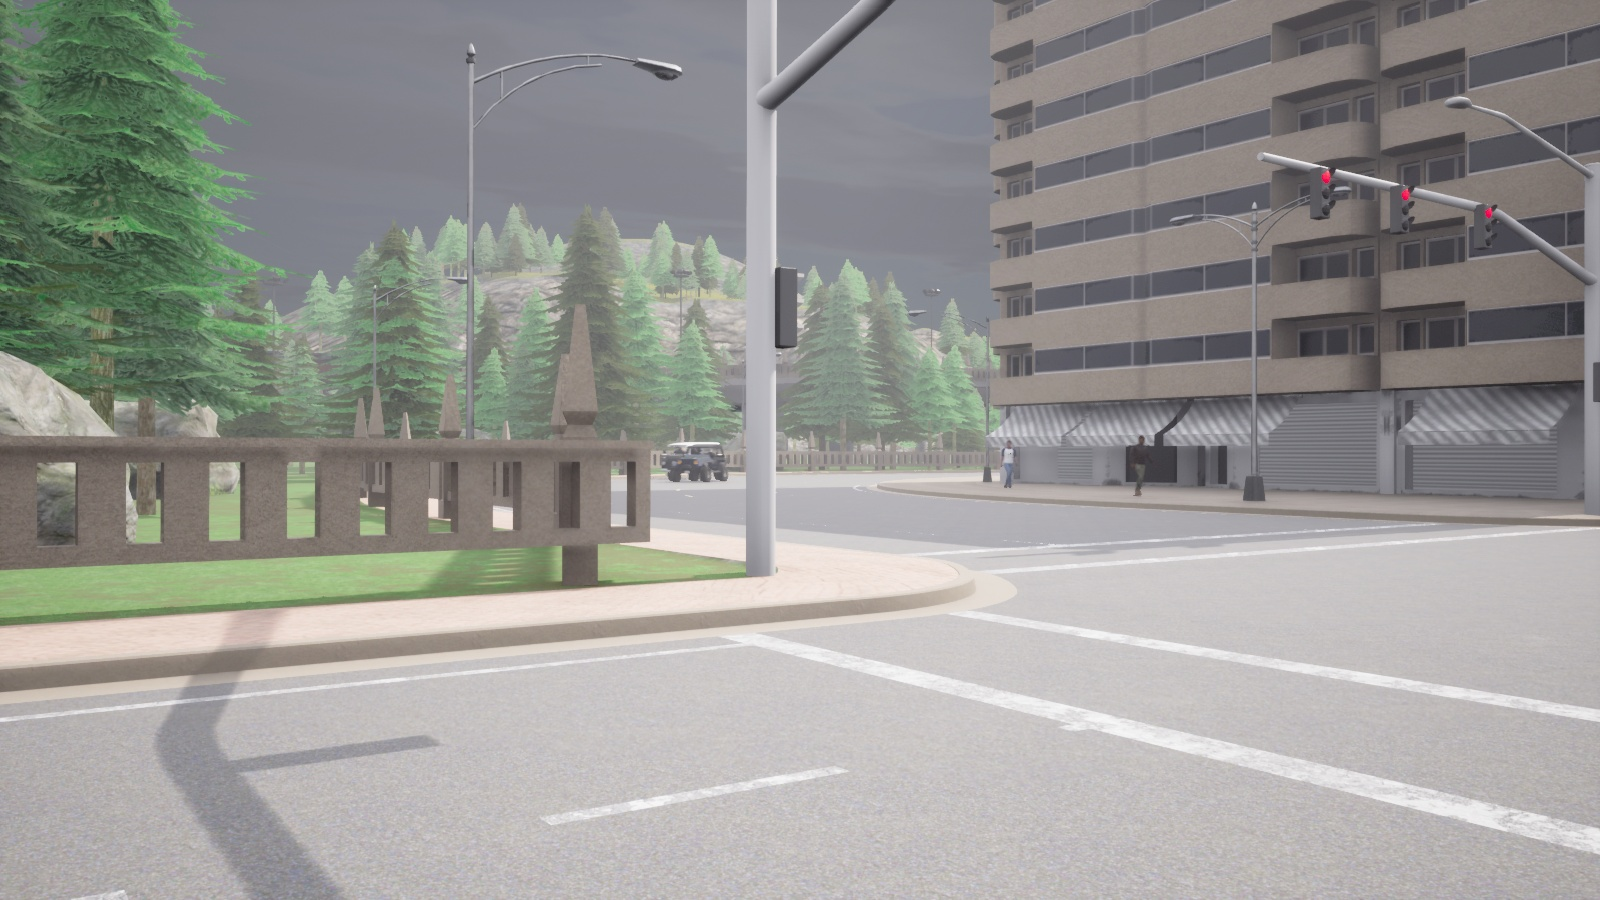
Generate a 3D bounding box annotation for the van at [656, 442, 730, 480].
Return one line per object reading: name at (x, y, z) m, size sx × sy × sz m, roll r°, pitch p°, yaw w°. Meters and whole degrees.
van at (-5.869, 0.595, 69.308) m, size 2.069 × 2.038 × 4.480 m, roll 0°, pitch 0°, yaw 26°

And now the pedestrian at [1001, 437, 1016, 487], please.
pedestrian at (7.679, 0.440, 46.210) m, size 0.354 × 1.836 × 0.706 m, roll 0°, pitch 0°, yaw -9°

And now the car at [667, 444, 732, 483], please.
car at (-4.924, 0.647, 61.823) m, size 1.905 × 1.878 × 3.866 m, roll 0°, pitch 0°, yaw 17°

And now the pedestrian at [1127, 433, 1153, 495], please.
pedestrian at (10.098, 0.413, 37.268) m, size 0.431 × 1.840 × 0.703 m, roll 0°, pitch 0°, yaw -17°
